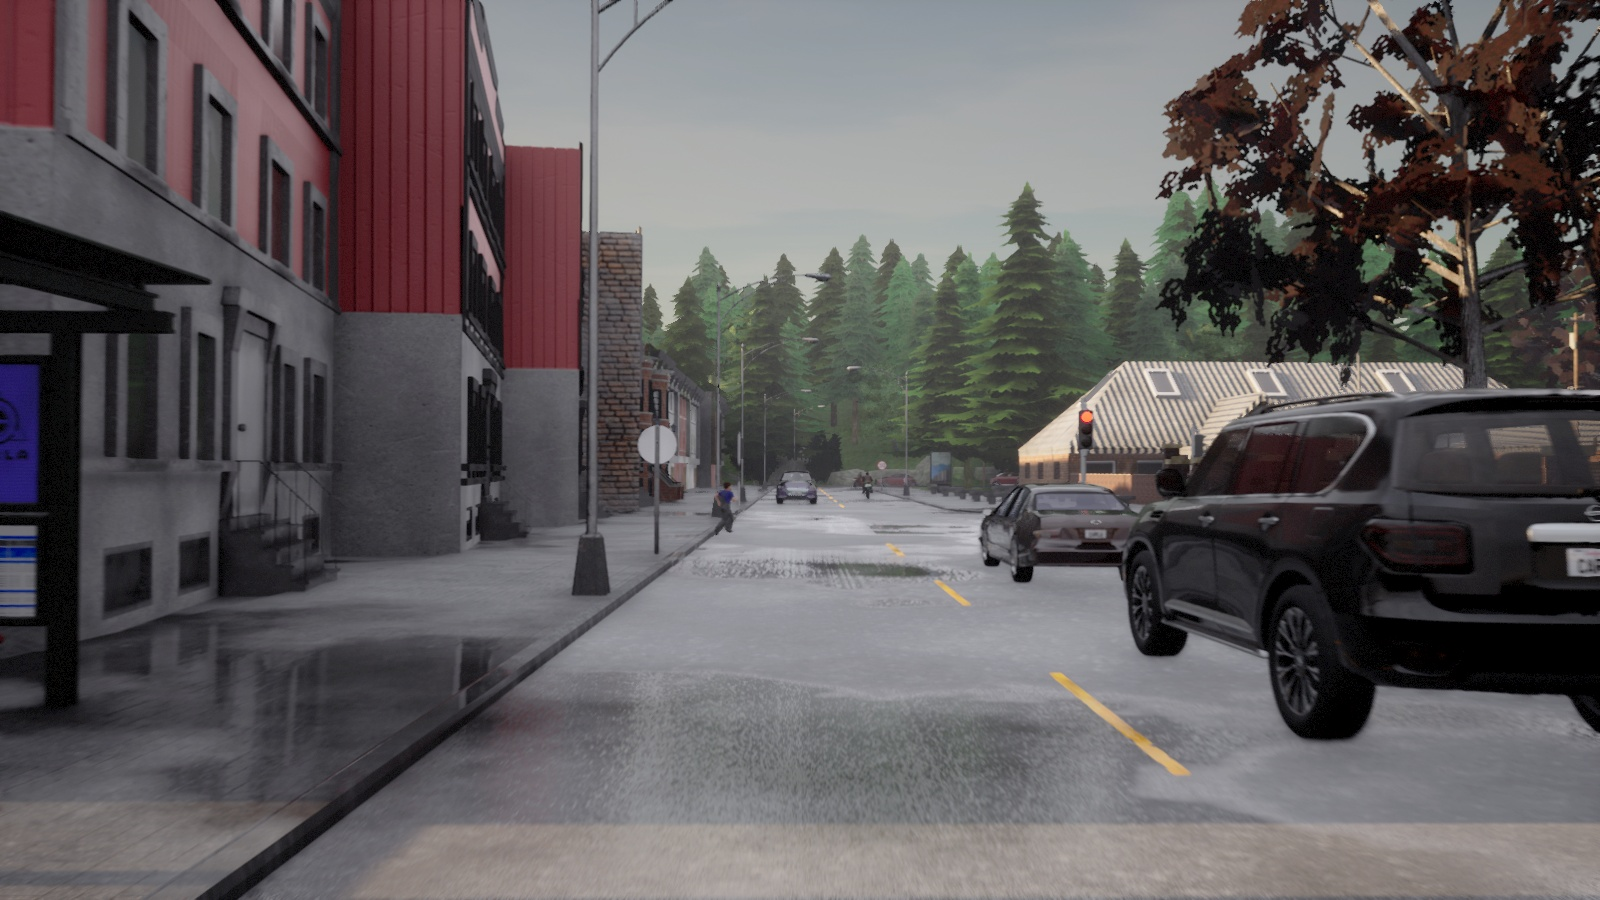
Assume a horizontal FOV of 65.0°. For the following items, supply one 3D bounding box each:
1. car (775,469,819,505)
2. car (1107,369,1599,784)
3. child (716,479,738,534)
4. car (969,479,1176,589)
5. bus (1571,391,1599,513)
[{"bbox_3d":[-0.150,1.772,61.336,2.033,1.649,4.856,0,-1,0],"label":"car"},{"bbox_3d":[3.980,0.668,9.009,2.150,2.045,5.566,0,-1,0],"label":"car"},{"bbox_3d":[-1.709,1.313,29.243,0.437,1.263,0.270,0,-1,-31],"label":"child"},{"bbox_3d":[3.945,1.168,19.223,2.033,1.411,5.357,0,-1,0],"label":"car"},{"bbox_3d":[33.000,0.031,43.330,10.273,4.253,3.944,0,-1,1],"label":"bus"}]
